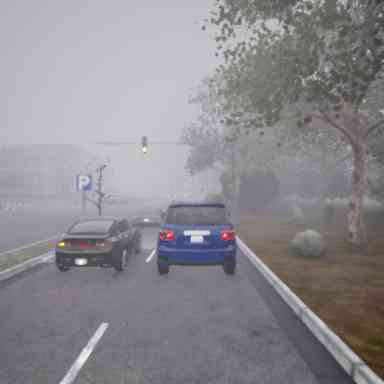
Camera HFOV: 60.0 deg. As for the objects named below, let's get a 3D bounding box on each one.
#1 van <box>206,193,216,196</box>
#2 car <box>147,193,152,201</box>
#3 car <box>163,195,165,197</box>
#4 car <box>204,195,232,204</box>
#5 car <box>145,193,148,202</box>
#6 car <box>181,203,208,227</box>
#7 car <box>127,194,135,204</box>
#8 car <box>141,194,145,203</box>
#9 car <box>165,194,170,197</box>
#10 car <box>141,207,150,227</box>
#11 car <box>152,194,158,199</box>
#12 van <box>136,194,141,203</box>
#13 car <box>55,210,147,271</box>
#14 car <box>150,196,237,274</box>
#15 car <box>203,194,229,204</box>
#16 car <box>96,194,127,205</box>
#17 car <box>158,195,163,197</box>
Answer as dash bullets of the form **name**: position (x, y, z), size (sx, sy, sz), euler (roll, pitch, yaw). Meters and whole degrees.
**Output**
- **van**: position (4.281, 1.275, 61.252), size (4.442, 1.987, 1.878), euler (1, 0, -14)
- **car**: position (-12.270, 1.651, 76.608), size (4.674, 1.452, 2.002), euler (-1, -1, -13)
- **car**: position (-10.583, 1.654, 88.576), size (5.008, 1.535, 2.097), euler (-1, -1, -12)
- **car**: position (5.201, 1.519, 67.214), size (5.366, 1.575, 1.946), euler (1, 0, -13)
- **car**: position (-12.642, 1.640, 73.607), size (4.674, 1.452, 2.002), euler (-1, 0, -13)
- **car**: position (0.158, 1.641, 25.080), size (1.837, 1.490, 4.892), euler (0, 0, -1)
- **car**: position (-13.801, 1.550, 61.649), size (5.366, 1.575, 1.946), euler (-1, -1, -15)
- **car**: position (-13.015, 1.590, 70.612), size (4.892, 1.521, 2.231), euler (-1, -1, -14)
- **car**: position (-9.618, 1.674, 94.536), size (5.008, 1.535, 2.097), euler (-1, 0, -11)
- **car**: position (-2.733, 1.685, 22.196), size (1.994, 1.385, 4.181), euler (0, 0, 1)
- **car**: position (-11.455, 1.672, 82.590), size (4.674, 1.452, 2.002), euler (-1, 0, -12)
- **van**: position (-13.242, 1.350, 67.641), size (4.442, 1.987, 1.878), euler (-1, -1, -14)
- **car**: position (-2.862, 1.566, 11.041), size (1.837, 1.490, 4.892), euler (0, 0, 0)
- **car**: position (0.135, 1.279, 10.895), size (2.150, 2.045, 5.566), euler (0, -1, 0)
- **car**: position (4.665, 1.385, 64.221), size (4.553, 1.767, 2.185), euler (1, 0, -14)
- **car**: position (-14.446, 1.581, 58.656), size (4.792, 1.488, 2.163), euler (-1, 0, -15)
- **car**: position (-11.004, 1.391, 85.598), size (5.566, 2.045, 2.435), euler (-1, -1, -12)
